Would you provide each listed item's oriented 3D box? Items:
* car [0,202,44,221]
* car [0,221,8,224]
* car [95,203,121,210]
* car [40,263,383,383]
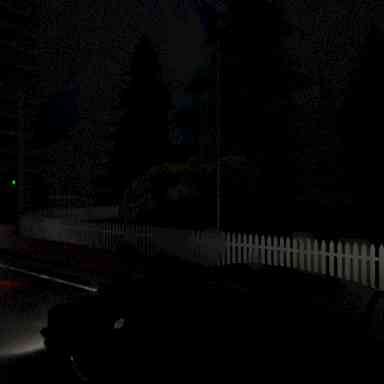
[{"bbox_3d":[-12.882,1.463,24.117,1.812,1.442,4.674,0,0,30],"label":"car"},{"bbox_3d":[-7.581,1.545,9.395,5.357,1.411,2.033,0,0,36],"label":"car"},{"bbox_3d":[-10.526,1.289,42.343,2.097,1.767,4.553,0,0,8],"label":"car"},{"bbox_3d":[0.622,1.547,3.550,5.357,1.411,2.033,0,0,36],"label":"car"}]
